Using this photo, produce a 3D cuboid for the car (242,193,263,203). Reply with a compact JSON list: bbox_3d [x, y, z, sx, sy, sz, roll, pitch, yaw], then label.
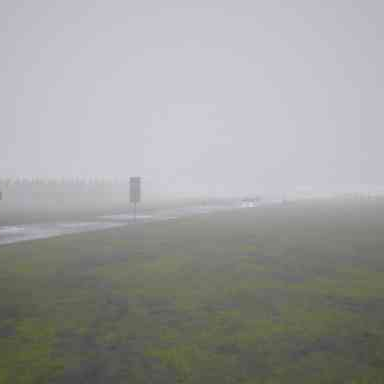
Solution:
[{"bbox_3d":[9.928,0.943,54.143,2.033,1.411,5.357,0,1,30],"label":"car"}]
